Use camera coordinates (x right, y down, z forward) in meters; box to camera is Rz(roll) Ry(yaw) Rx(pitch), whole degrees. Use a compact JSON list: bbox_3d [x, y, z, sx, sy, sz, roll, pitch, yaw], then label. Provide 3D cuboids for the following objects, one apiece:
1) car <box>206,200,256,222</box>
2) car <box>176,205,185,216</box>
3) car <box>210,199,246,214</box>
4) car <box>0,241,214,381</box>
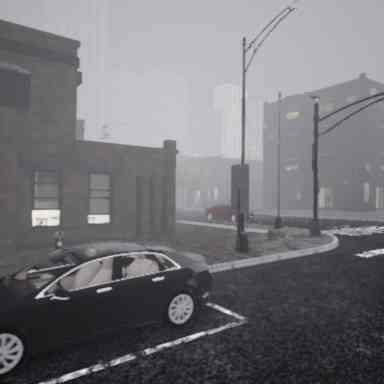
[{"bbox_3d":[2.852,1.523,25.313,1.887,1.381,4.507,0,-1,-35],"label":"car"},{"bbox_3d":[-2.308,1.636,32.688,1.802,1.307,4.206,0,-1,-35],"label":"car"},{"bbox_3d":[4.141,1.619,38.542,1.967,1.590,4.097,0,-1,-35],"label":"car"},{"bbox_3d":[-1.654,1.542,5.363,4.403,1.369,2.008,0,1,-35],"label":"car"}]
